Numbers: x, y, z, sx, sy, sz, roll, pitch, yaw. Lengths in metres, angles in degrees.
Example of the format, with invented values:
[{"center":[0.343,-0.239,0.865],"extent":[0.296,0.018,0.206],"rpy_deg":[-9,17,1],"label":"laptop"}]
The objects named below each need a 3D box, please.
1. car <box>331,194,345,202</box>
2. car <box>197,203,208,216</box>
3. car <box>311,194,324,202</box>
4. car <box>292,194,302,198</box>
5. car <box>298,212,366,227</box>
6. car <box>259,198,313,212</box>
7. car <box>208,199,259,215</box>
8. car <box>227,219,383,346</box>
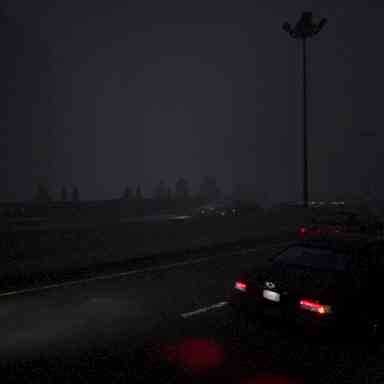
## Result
[{"center":[27.074,1.128,61.814],"extent":[2.033,1.411,5.357],"rpy_deg":[0,0,15],"label":"car"},{"center":[2.450,1.413,30.526],"extent":[1.812,1.442,4.674],"rpy_deg":[0,0,40],"label":"car"},{"center":[23.937,1.104,63.700],"extent":[1.837,1.490,4.892],"rpy_deg":[0,1,15],"label":"car"},{"center":[21.054,1.116,66.631],"extent":[1.837,1.490,4.892],"rpy_deg":[0,0,15],"label":"car"},{"center":[6.449,1.506,14.083],"extent":[4.718,1.301,1.895],"rpy_deg":[-1,0,-43],"label":"car"},{"center":[7.221,1.428,25.367],"extent":[1.994,1.385,4.181],"rpy_deg":[0,0,41],"label":"car"},{"center":[3.866,1.379,26.821],"extent":[2.128,1.511,4.902],"rpy_deg":[0,0,41],"label":"car"},{"center":[3.058,1.504,6.350],"extent":[5.357,1.411,2.033],"rpy_deg":[-1,0,-40],"label":"car"}]
